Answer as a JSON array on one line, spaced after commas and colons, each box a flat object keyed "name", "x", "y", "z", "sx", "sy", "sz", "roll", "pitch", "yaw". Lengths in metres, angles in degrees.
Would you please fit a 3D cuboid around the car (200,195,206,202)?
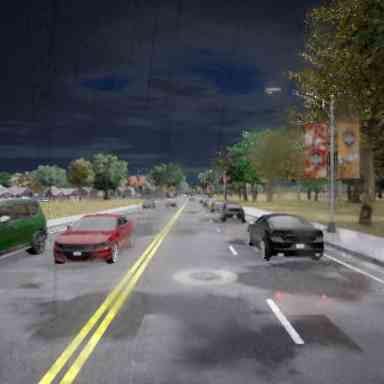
[{"name": "car", "x": 3.254, "y": 2.002, "z": 74.408, "sx": 1.801, "sy": 1.575, "sz": 5.366, "roll": 0, "pitch": 0, "yaw": 0}]

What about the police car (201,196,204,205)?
[{"name": "police car", "x": 3.254, "y": 1.955, "z": 63.218, "sx": 2.038, "sy": 1.542, "sz": 4.974, "roll": 0, "pitch": -1, "yaw": 0}]

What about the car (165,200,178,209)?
[{"name": "car", "x": -3.310, "y": 1.972, "z": 53.687, "sx": 1.895, "sy": 1.301, "sz": 4.718, "roll": 0, "pitch": 0, "yaw": 0}]

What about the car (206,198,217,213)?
[{"name": "car", "x": 3.252, "y": 1.816, "z": 41.214, "sx": 2.033, "sy": 1.411, "sz": 5.357, "roll": 0, "pitch": 0, "yaw": 0}]

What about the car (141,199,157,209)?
[{"name": "car", "x": -6.570, "y": 1.853, "z": 51.175, "sx": 1.837, "sy": 1.490, "sz": 4.892, "roll": 0, "pitch": 0, "yaw": 0}]

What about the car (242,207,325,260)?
[{"name": "car", "x": 3.350, "y": 1.545, "z": 12.759, "sx": 1.882, "sy": 1.535, "sz": 5.008, "roll": 0, "pitch": -1, "yaw": 0}]

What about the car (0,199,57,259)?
[{"name": "car", "x": -6.599, "y": 1.276, "z": 10.603, "sx": 2.150, "sy": 2.045, "sz": 5.566, "roll": 0, "pitch": 0, "yaw": 0}]

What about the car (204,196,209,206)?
[{"name": "car", "x": 3.253, "y": 1.817, "z": 52.405, "sx": 1.801, "sy": 1.575, "sz": 5.366, "roll": 0, "pitch": 0, "yaw": 0}]

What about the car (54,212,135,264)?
[{"name": "car", "x": -3.349, "y": 1.541, "z": 12.217, "sx": 1.882, "sy": 1.535, "sz": 5.008, "roll": 0, "pitch": 0, "yaw": 0}]

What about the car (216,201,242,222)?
[{"name": "car", "x": 3.350, "y": 1.672, "z": 28.176, "sx": 1.837, "sy": 1.490, "sz": 4.892, "roll": 0, "pitch": 0, "yaw": 0}]
